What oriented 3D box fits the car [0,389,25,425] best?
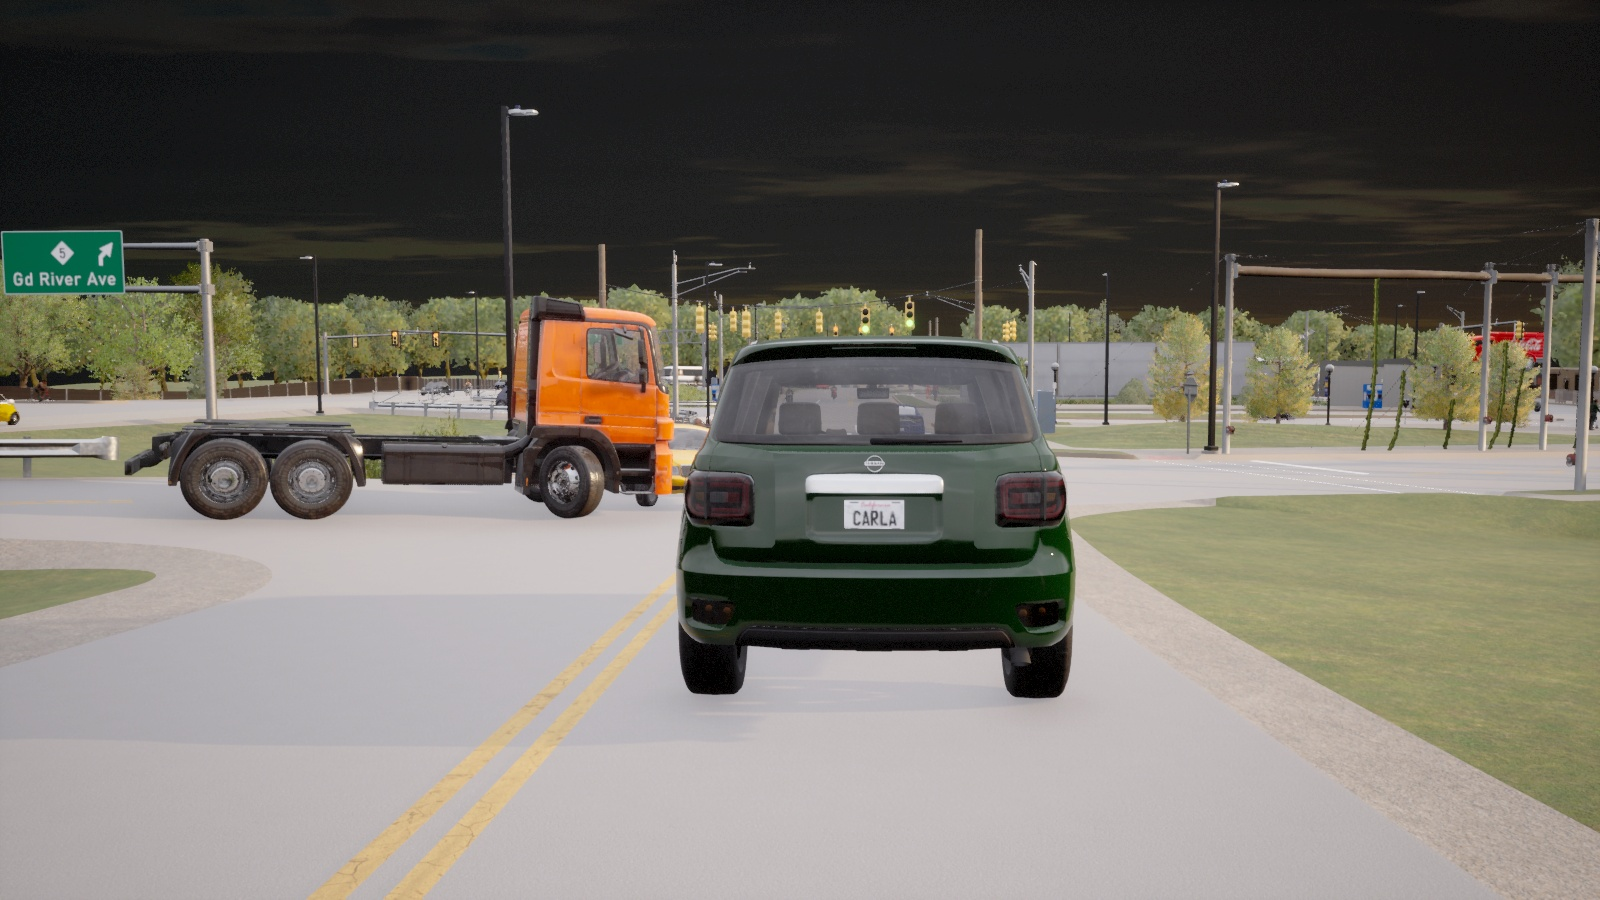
[{"bbox_3d":[-31.112,-1.643,48.030,1.481,1.376,2.207,0,4,2],"label":"car"}]

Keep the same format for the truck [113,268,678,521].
[{"bbox_3d":[-6.235,-0.774,20.017,7.936,3.462,2.891,1,3,-21],"label":"truck"}]

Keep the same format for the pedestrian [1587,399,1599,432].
[{"bbox_3d":[45.177,-1.955,71.327,0.614,1.847,0.353,0,5,2],"label":"pedestrian"}]

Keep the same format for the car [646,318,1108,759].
[{"bbox_3d":[0.505,0.363,8.656,2.150,2.045,5.566,0,1,3],"label":"car"}]

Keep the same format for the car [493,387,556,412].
[{"bbox_3d":[-18.122,-3.359,82.699,3.633,1.501,1.845,2,4,3],"label":"car"}]

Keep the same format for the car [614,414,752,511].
[{"bbox_3d":[-2.355,0.142,23.880,1.801,1.575,5.366,2,1,-14],"label":"car"}]
